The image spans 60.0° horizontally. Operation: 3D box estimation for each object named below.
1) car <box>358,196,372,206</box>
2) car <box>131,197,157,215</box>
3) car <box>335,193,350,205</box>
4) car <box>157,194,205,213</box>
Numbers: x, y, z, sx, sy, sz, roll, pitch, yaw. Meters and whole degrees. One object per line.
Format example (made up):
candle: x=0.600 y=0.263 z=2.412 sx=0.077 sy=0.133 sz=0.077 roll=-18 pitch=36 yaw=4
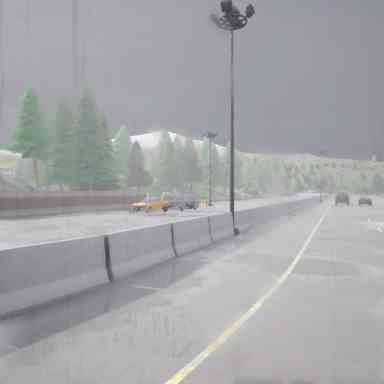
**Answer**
car: x=29.398 y=1.491 z=56.597 sx=2.128 sy=1.511 sz=4.902 roll=0 pitch=0 yaw=24
car: x=-4.106 y=1.284 z=32.899 sx=1.882 sy=1.535 sz=5.008 roll=0 pitch=0 yaw=24
car: x=25.911 y=1.221 z=57.363 sx=2.150 sy=2.045 sz=5.566 roll=0 pitch=0 yaw=24
car: x=-0.904 y=1.155 z=31.488 sx=2.033 sy=1.411 sz=5.357 roll=0 pitch=0 yaw=24
